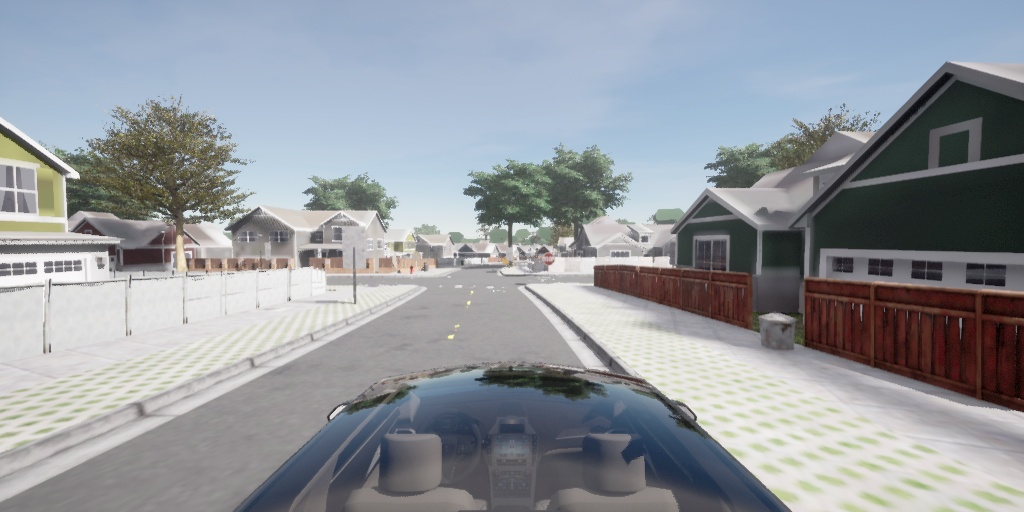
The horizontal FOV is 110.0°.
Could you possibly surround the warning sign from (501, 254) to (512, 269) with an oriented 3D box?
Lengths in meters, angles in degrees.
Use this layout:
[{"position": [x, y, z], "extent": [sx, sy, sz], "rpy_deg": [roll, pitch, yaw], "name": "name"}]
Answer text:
[{"position": [-1.001, 0.956, 50.975], "extent": [1.300, 1.860, 1.060], "rpy_deg": [0, 0, -1], "name": "warning sign"}]
